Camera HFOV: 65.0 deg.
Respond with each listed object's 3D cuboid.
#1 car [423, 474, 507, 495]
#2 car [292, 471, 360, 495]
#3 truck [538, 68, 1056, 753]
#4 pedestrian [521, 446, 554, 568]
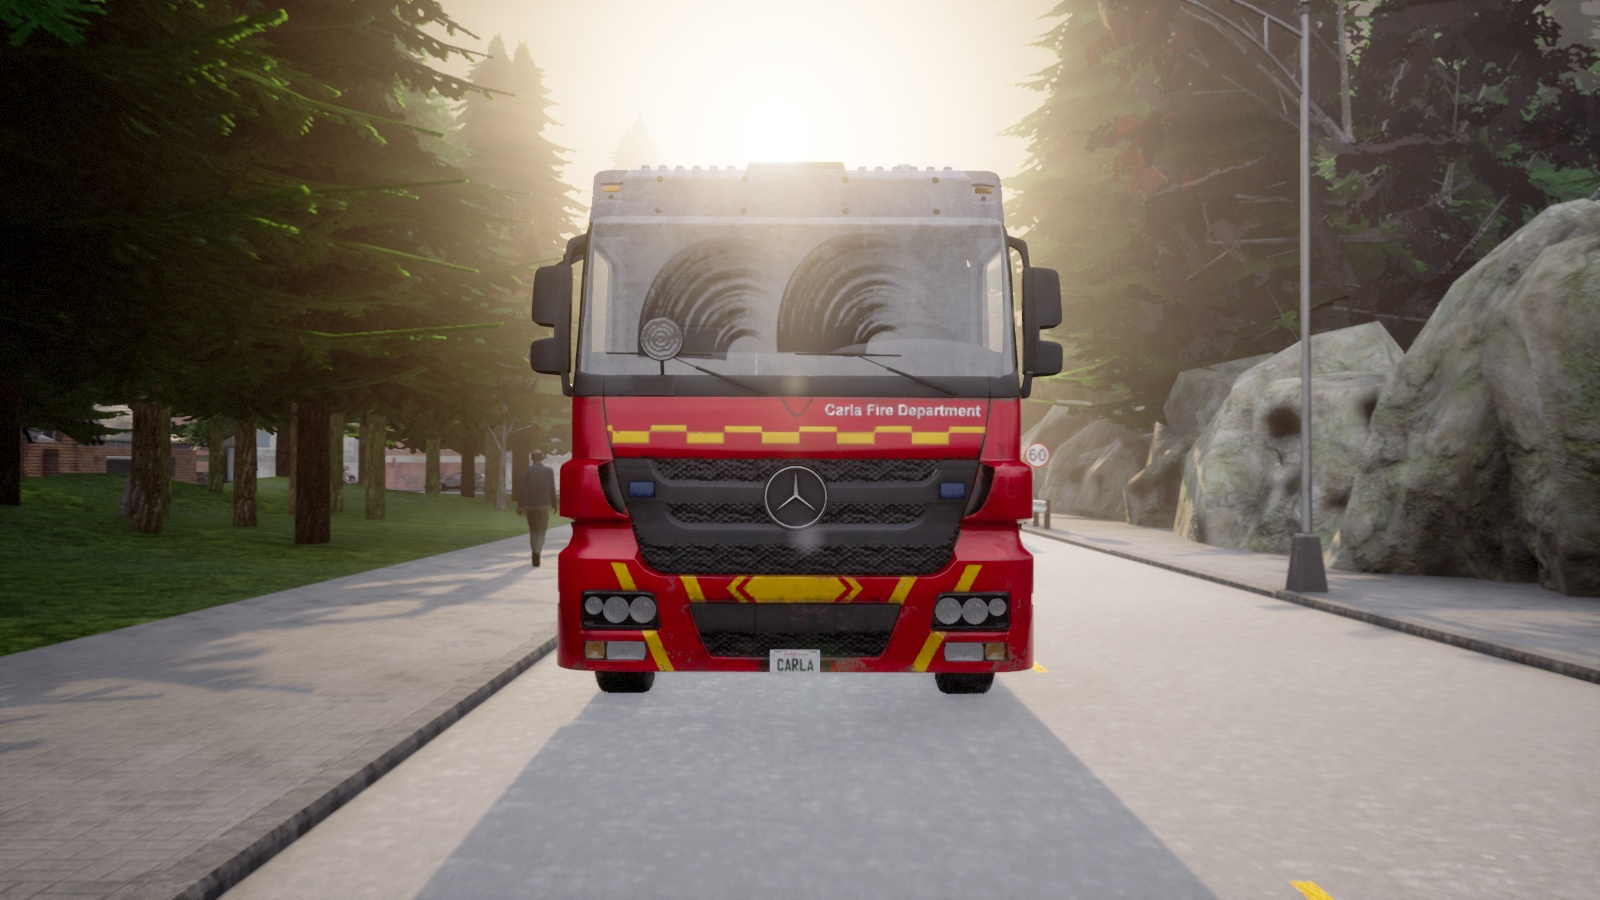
[{"bbox_3d":[-23.266,2.417,87.339,5.357,1.411,2.033,0,-1,0],"label":"car"},{"bbox_3d":[-32.936,2.307,87.333,3.988,1.617,1.851,0,-1,0],"label":"car"},{"bbox_3d":[-0.031,-0.161,11.273,2.891,3.827,8.468,0,-1,0],"label":"truck"},{"bbox_3d":[-4.028,0.863,19.297,0.402,1.842,0.726,0,-1,-5],"label":"pedestrian"}]
